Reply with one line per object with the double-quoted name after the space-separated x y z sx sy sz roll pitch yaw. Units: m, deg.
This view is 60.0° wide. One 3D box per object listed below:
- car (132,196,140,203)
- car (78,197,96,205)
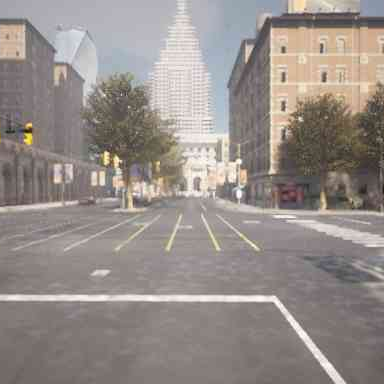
-11.602 1.503 66.399 1.837 1.490 4.892 0 0 0 "car"
-18.326 1.596 58.122 1.895 1.301 4.718 0 0 0 "car"
